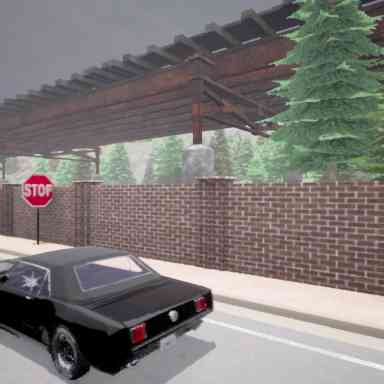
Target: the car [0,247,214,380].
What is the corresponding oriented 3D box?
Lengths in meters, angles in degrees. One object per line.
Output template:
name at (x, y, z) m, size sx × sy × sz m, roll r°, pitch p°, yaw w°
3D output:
car at (-2.086, 1.601, 5.494) m, size 4.718 × 1.301 × 1.895 m, roll 0°, pitch 0°, yaw 36°
